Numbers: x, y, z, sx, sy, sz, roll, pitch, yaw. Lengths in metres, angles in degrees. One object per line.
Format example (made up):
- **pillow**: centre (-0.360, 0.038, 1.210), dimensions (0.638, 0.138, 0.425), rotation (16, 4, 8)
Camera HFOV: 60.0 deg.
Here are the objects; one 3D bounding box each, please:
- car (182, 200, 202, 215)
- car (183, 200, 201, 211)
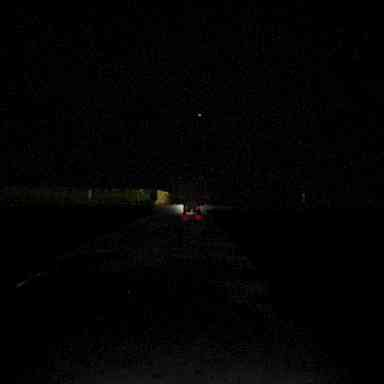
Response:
- **car**: centre (-0.001, 1.710, 36.503), dimensions (1.812, 1.442, 4.674), rotation (0, -1, 0)
- **car**: centre (0.050, 1.870, 47.474), dimensions (1.837, 1.490, 4.892), rotation (0, -1, 10)
